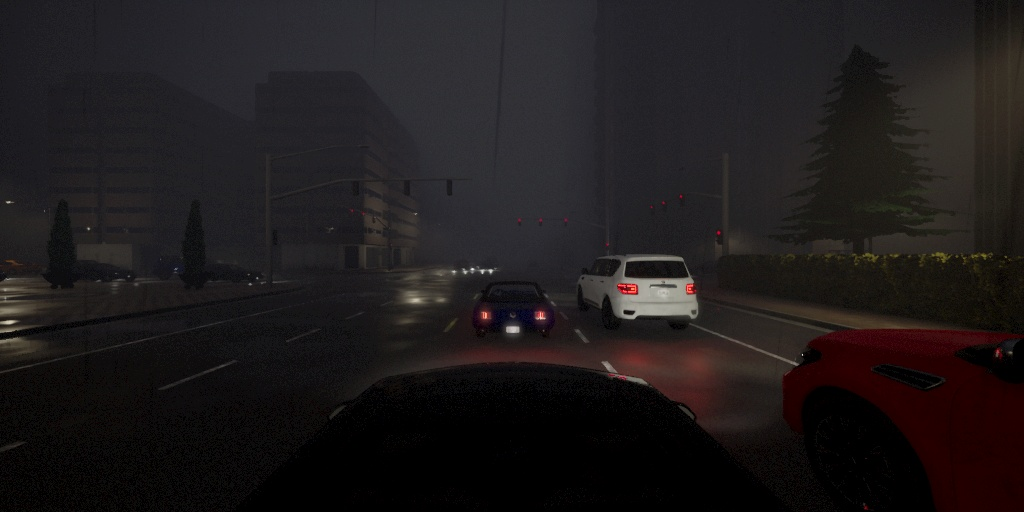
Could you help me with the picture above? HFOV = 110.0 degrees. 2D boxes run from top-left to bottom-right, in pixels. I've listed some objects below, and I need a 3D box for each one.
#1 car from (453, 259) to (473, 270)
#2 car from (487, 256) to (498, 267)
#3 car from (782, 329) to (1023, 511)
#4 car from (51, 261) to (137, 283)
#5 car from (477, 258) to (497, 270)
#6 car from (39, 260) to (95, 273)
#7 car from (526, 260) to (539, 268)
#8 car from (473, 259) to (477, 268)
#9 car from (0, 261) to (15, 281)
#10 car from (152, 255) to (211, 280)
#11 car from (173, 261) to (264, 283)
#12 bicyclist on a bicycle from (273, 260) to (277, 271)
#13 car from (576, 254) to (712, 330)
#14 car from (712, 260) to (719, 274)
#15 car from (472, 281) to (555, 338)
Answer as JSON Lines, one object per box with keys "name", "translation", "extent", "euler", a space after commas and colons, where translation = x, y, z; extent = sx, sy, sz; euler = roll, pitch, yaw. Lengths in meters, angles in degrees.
{"name": "car", "translation": [-7.161, 1.227, 51.216], "extent": [1.882, 1.535, 5.008], "euler": [0, 0, 0]}
{"name": "car", "translation": [-3.651, 0.971, 64.664], "extent": [2.150, 2.045, 5.566], "euler": [0, 0, 0]}
{"name": "car", "translation": [3.601, 0.971, 0.960], "extent": [2.150, 2.045, 5.566], "euler": [0, 0, 0]}
{"name": "car", "translation": [-31.591, 1.276, 27.399], "extent": [4.674, 1.442, 1.812], "euler": [0, 0, 1]}
{"name": "car", "translation": [-3.658, 1.314, 53.412], "extent": [1.994, 1.385, 4.181], "euler": [0, 0, 0]}
{"name": "car", "translation": [-36.972, 1.102, 30.947], "extent": [4.553, 1.767, 2.097], "euler": [0, 0, 1]}
{"name": "car", "translation": [3.489, 1.297, 60.550], "extent": [2.033, 1.411, 5.357], "euler": [0, 0, 0]}
{"name": "car", "translation": [-7.167, 1.351, 60.954], "extent": [1.895, 1.301, 4.718], "euler": [0, 0, 0]}
{"name": "car", "translation": [-41.844, 1.276, 27.486], "extent": [4.674, 1.442, 1.812], "euler": [0, 0, 1]}
{"name": "car", "translation": [-27.503, 0.972, 30.863], "extent": [5.566, 2.045, 2.150], "euler": [0, 0, 0]}
{"name": "car", "translation": [-22.007, 1.297, 27.292], "extent": [5.357, 1.411, 2.033], "euler": [0, 0, 1]}
{"name": "bicyclist on a bicycle", "translation": [-28.698, 1.051, 42.856], "extent": [0.582, 1.620, 1.656], "euler": [0, 0, 0]}
{"name": "car", "translation": [3.574, 0.971, 11.321], "extent": [2.150, 2.045, 5.566], "euler": [0, 0, -2]}
{"name": "car", "translation": [20.821, 1.228, 37.652], "extent": [5.008, 1.535, 1.882], "euler": [0, 0, 1]}
{"name": "car", "translation": [0.044, 1.351, 10.192], "extent": [1.895, 1.301, 4.718], "euler": [0, 0, 0]}
